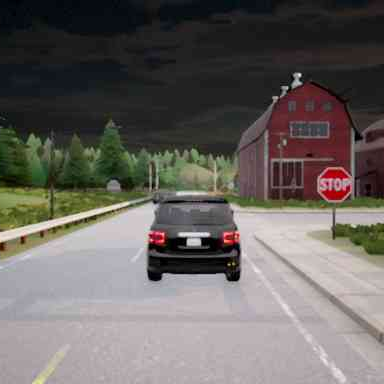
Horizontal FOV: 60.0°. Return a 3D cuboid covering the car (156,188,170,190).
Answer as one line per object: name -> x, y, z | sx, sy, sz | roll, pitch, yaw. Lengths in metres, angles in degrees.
car -> -3.667, 0.520, 41.878 | 2.150, 2.045, 5.566 | 0, 1, -1

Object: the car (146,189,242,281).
car -> 0.062, 1.062, 9.444 | 2.150, 2.045, 5.566 | 0, 1, 0

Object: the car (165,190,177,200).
car -> -3.678, 0.510, 59.412 | 1.837, 1.490, 4.892 | 0, 1, 0
